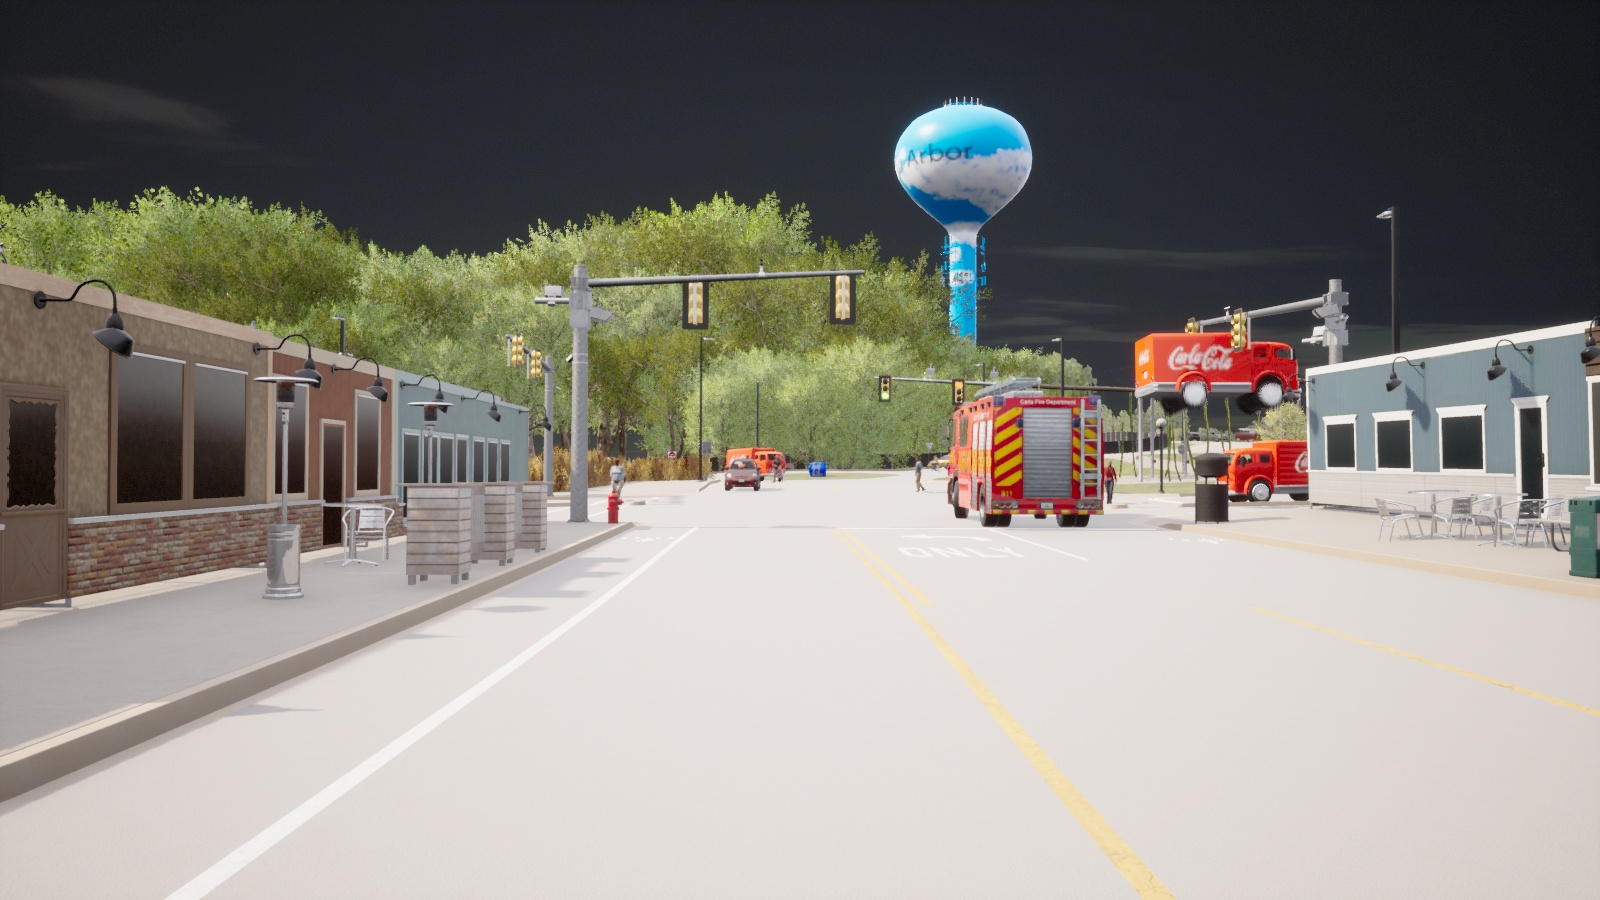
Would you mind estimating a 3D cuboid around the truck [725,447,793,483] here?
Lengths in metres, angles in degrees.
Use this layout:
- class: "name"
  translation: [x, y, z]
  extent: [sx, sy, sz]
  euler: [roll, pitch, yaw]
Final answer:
- class: "truck"
  translation: [-3.066, 1.144, 92.429]
  extent: [2.627, 2.467, 5.204]
  euler: [2, -3, -35]

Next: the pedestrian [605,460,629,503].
- class: "pedestrian"
  translation: [-7.879, 1.348, 54.110]
  extent: [0.874, 1.855, 0.900]
  euler: [0, -1, 3]

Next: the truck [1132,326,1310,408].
- class: "truck"
  translation: [14.479, -2.842, 43.502]
  extent: [5.204, 2.467, 2.627]
  euler: [-1, -3, 0]

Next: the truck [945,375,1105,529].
- class: "truck"
  translation: [6.091, 0.087, 35.556]
  extent: [2.891, 3.827, 8.468]
  euler: [0, -1, -1]

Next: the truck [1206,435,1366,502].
- class: "truck"
  translation: [19.030, 0.713, 49.331]
  extent: [5.204, 2.467, 2.627]
  euler: [-1, -1, -5]

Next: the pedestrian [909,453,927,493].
- class: "pedestrian"
  translation: [5.871, 1.134, 62.328]
  extent: [0.788, 1.949, 0.423]
  euler: [0, -1, -10]

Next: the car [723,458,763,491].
- class: "car"
  translation: [-2.920, 1.247, 64.968]
  extent: [1.851, 1.617, 3.988]
  euler: [0, 1, 0]

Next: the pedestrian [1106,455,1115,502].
- class: "pedestrian"
  translation: [12.404, 1.135, 50.168]
  extent: [0.331, 1.846, 0.636]
  euler: [0, -1, 11]
